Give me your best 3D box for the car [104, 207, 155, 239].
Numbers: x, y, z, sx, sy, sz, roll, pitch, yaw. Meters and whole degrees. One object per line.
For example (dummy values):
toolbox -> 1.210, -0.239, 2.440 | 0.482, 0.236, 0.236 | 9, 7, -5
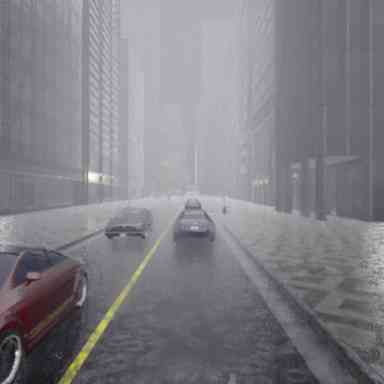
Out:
car -> -3.043, 1.522, 17.382 | 2.033, 1.411, 5.357 | 0, 0, 0

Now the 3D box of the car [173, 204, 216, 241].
car -> 0.109, 1.540, 16.626 | 1.994, 1.385, 4.181 | 0, 0, 0

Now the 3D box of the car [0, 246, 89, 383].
car -> -3.059, 1.557, 5.006 | 1.994, 1.385, 4.181 | 0, 0, 0

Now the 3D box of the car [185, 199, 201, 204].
car -> 0.123, 1.505, 40.948 | 1.994, 1.385, 4.181 | 0, 0, 0
